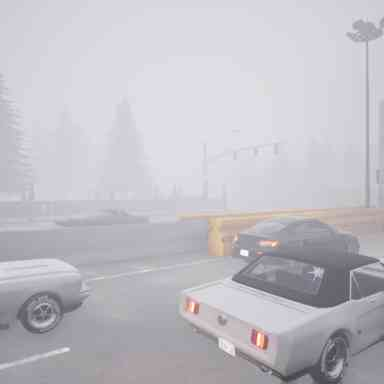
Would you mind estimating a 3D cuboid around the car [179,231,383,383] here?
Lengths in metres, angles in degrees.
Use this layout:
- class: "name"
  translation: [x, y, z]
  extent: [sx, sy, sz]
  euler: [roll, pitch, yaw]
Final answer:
- class: "car"
  translation: [2.237, 1.576, 5.323]
  extent: [4.718, 1.301, 1.895]
  euler: [-1, 0, -35]

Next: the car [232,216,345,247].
- class: "car"
  translation: [3.306, 1.473, 10.364]
  extent: [4.674, 1.442, 1.812]
  euler: [-1, 0, -35]

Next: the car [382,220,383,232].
- class: "car"
  translation: [10.695, 1.406, 15.604]
  extent: [4.674, 1.442, 1.812]
  euler: [-1, 0, -36]

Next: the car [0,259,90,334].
- class: "car"
  translation: [-4.115, 1.601, 5.110]
  extent: [4.718, 1.301, 1.895]
  euler: [0, 0, -35]

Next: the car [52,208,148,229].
- class: "car"
  translation: [-4.828, 1.565, 17.714]
  extent: [4.718, 1.301, 1.895]
  euler: [-1, 0, -35]
